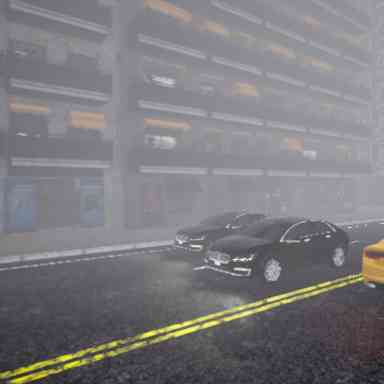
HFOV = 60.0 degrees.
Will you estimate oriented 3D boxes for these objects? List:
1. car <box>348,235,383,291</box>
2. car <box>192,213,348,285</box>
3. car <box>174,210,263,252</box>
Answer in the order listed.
[{"bbox_3d":[5.918,1.446,7.665,5.008,1.535,1.882,0,0,-35],"label":"car"},{"bbox_3d":[2.596,1.479,9.531,4.892,1.490,1.837,0,0,-36],"label":"car"},{"bbox_3d":[1.587,1.475,12.805,4.892,1.490,1.837,0,0,-36],"label":"car"}]
